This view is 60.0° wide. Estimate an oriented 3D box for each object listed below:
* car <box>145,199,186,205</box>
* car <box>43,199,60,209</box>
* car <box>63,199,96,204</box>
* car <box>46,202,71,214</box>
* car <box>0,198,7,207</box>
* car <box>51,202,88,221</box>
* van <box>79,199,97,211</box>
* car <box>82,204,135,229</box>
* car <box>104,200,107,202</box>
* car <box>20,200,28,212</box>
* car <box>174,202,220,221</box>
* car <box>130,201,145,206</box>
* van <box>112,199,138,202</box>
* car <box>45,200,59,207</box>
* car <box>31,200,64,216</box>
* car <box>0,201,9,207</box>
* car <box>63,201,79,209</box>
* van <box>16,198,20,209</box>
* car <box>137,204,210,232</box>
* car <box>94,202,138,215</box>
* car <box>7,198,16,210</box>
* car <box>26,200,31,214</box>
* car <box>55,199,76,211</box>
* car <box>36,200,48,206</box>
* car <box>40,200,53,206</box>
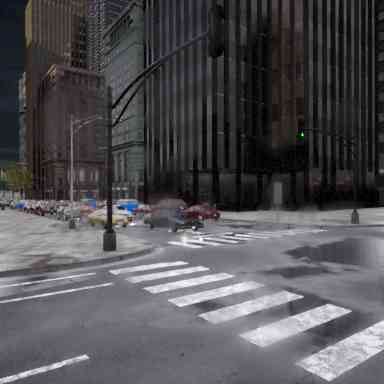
[{"bbox_3d":[-2.315,1.668,33.625,2.192,1.841,5.009,-1,0,-35],"label":"car"},{"bbox_3d":[-27.011,2.240,63.831,2.097,1.767,4.553,0,-1,-35],"label":"car"},{"bbox_3d":[-12.890,1.867,38.417,2.097,1.767,4.553,0,-1,-35],"label":"car"},{"bbox_3d":[-18.871,2.146,46.918,2.128,1.511,4.902,0,-1,-35],"label":"car"},{"bbox_3d":[-41.221,2.668,73.707,1.887,1.381,4.507,-1,0,-35],"label":"car"},{"bbox_3d":[-11.986,2.004,32.515,2.008,1.369,4.403,-1,0,-35],"label":"car"},{"bbox_3d":[-17.012,2.038,54.384,1.690,1.788,3.998,-1,0,-35],"label":"van"},{"bbox_3d":[-6.233,1.843,24.408,1.752,1.417,4.829,-1,0,-35],"label":"car"},{"bbox_3d":[-11.133,1.875,46.080,2.192,1.841,5.009,-1,0,-35],"label":"car"},{"bbox_3d":[-23.299,2.158,48.452,1.967,1.590,4.097,-1,0,-35],"label":"car"},{"bbox_3d":[0.630,1.828,29.473,1.887,1.381,4.507,-1,0,-35],"label":"car"},{"bbox_3d":[-5.249,2.004,37.777,1.802,1.307,4.206,-1,0,-35],"label":"car"},{"bbox_3d":[-8.194,1.833,41.929,1.690,1.788,3.998,-1,0,-35],"label":"van"},{"bbox_3d":[-31.662,2.596,74.969,1.947,1.339,4.313,-1,0,-35],"label":"car"},{"bbox_3d":[-17.647,1.901,40.484,2.192,1.841,5.009,-1,0,-35],"label":"car"},{"bbox_3d":[-44.332,2.773,78.092,1.802,1.307,4.206,-1,0,-35],"label":"car"},{"bbox_3d":[-22.630,2.408,62.242,1.802,1.307,4.206,-1,0,-35],"label":"car"},{"bbox_3d":[-26.129,2.124,52.436,1.690,1.788,3.998,-1,0,-35],"label":"van"},{"bbox_3d":[-1.414,1.791,22.180,2.033,1.411,5.357,0,-1,-35],"label":"car"},{"bbox_3d":[-7.012,1.902,30.122,1.812,1.442,4.674,0,-1,-35],"label":"car"},{"bbox_3d":[-31.886,2.355,60.550,1.967,1.590,4.097,-1,0,-35],"label":"car"},{"bbox_3d":[-20.470,2.197,44.468,1.887,1.381,4.507,-1,0,-35],"label":"car"},{"bbox_3d":[-21.289,2.109,55.784,2.097,1.767,4.553,0,-1,-36],"label":"car"},{"bbox_3d":[-37.684,2.711,83.454,2.008,1.369,4.403,-1,0,-35],"label":"car"},{"bbox_3d":[-34.674,2.662,79.212,1.947,1.339,4.313,-1,0,-35],"label":"car"}]
